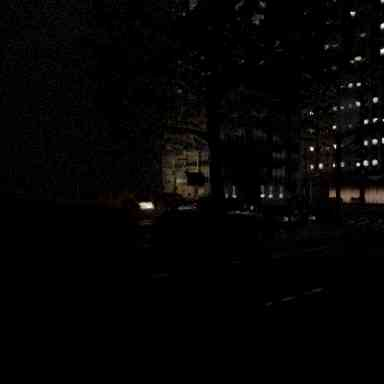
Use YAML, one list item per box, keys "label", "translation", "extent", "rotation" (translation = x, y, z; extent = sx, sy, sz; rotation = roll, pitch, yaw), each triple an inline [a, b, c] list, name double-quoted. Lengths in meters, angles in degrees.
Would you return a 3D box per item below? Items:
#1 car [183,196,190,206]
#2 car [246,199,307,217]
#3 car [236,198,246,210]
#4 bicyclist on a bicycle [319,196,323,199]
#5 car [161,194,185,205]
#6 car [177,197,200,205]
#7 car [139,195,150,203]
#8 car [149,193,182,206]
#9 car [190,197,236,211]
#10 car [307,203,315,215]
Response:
- label: "car"
  translation: [-2.669, 1.135, 51.095]
  extent: [2.150, 2.045, 5.566]
  rotation: [1, -1, -34]
- label: "car"
  translation: [7.478, 1.403, 30.058]
  extent: [1.837, 1.490, 4.892]
  rotation: [1, 0, -34]
- label: "car"
  translation: [4.684, 1.422, 40.075]
  extent: [2.128, 1.511, 4.902]
  rotation: [1, 0, -34]
- label: "bicyclist on a bicycle"
  translation: [16.359, 1.395, 42.155]
  extent: [1.656, 1.620, 0.582]
  rotation: [1, 0, -34]
- label: "car"
  translation: [-3.323, 1.301, 58.063]
  extent: [2.097, 1.767, 4.553]
  rotation: [1, 0, -34]
- label: "car"
  translation: [-0.659, 1.597, 59.919]
  extent: [1.895, 1.301, 4.718]
  rotation: [1, 0, -34]
- label: "car"
  translation: [-8.887, 1.285, 66.376]
  extent: [2.097, 1.767, 4.553]
  rotation: [1, 0, -34]
- label: "car"
  translation: [-3.698, 1.347, 46.780]
  extent: [1.882, 1.535, 5.008]
  rotation: [1, 0, -34]
- label: "car"
  translation: [2.263, 1.377, 37.852]
  extent: [2.128, 1.511, 4.902]
  rotation: [1, 0, -34]
- label: "car"
  translation: [10.090, 1.493, 31.996]
  extent: [2.033, 1.411, 5.357]
  rotation: [1, 0, -34]
